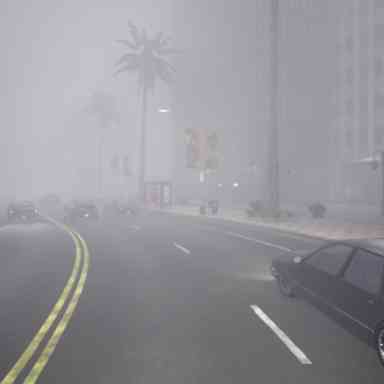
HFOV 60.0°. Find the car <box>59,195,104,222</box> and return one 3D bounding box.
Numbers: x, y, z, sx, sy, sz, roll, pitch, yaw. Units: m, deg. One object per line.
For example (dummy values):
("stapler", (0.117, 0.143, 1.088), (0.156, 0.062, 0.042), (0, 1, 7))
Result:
("car", (-8.061, 1.228, 23.942), (1.837, 1.490, 4.892), (-1, 1, -29))

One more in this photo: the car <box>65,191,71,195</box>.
("car", (-26.753, 0.563, 69.765), (2.185, 1.767, 4.553), (-1, 1, -30))

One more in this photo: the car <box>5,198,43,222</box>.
("car", (-12.271, 1.339, 24.066), (1.895, 1.301, 4.718), (-1, 1, -30))

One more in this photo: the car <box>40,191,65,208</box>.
("car", (-16.671, 0.914, 39.145), (2.097, 1.767, 4.553), (-1, 1, -30))

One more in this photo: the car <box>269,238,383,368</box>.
("car", (3.011, 1.466, 5.256), (2.033, 1.411, 5.357), (0, 1, -8))

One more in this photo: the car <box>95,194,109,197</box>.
("car", (-12.137, 0.959, 44.287), (2.231, 1.521, 4.892), (-1, 1, -30))

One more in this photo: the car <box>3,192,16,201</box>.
("car", (-32.753, 0.857, 59.929), (1.837, 1.490, 4.892), (-1, 1, -30))

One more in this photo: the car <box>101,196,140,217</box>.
("car", (-5.957, 1.270, 27.440), (1.895, 1.301, 4.718), (-1, 1, -29))
